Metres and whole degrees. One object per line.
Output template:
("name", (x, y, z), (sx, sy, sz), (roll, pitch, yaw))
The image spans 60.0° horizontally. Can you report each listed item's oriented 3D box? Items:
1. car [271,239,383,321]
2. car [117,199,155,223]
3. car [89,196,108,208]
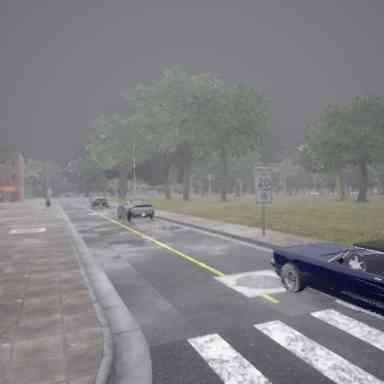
("car", (3.504, 1.499, 5.988), (1.895, 1.301, 4.718), (-2, 1, -23))
("car", (-4.109, 1.268, 23.872), (2.128, 1.511, 4.902), (-2, 1, -23))
("car", (-11.837, 1.241, 42.064), (1.837, 1.490, 4.892), (-2, 1, -23))
